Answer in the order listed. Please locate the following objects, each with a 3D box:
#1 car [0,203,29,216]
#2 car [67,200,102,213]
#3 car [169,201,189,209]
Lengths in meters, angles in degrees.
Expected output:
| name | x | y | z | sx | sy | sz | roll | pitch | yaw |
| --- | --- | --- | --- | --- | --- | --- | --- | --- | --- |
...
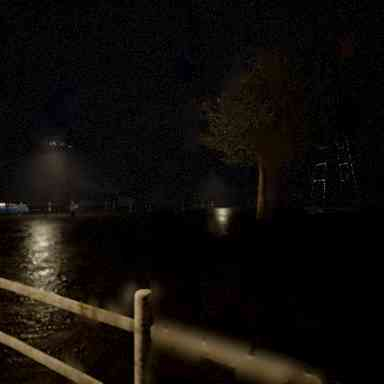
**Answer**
| name | x | y | z | sx | sy | sz | roll | pitch | yaw |
| --- | --- | --- | --- | --- | --- | --- | --- | --- | --- |
| car | -20.728 | 1.914 | 36.333 | 2.033 | 1.411 | 5.357 | -2 | -2 | 35 |
| car | -14.538 | 1.898 | 44.949 | 2.097 | 1.767 | 4.553 | -2 | -2 | 36 |
| car | -2.346 | 2.429 | 61.805 | 1.812 | 1.442 | 4.674 | -2 | -2 | 36 |
